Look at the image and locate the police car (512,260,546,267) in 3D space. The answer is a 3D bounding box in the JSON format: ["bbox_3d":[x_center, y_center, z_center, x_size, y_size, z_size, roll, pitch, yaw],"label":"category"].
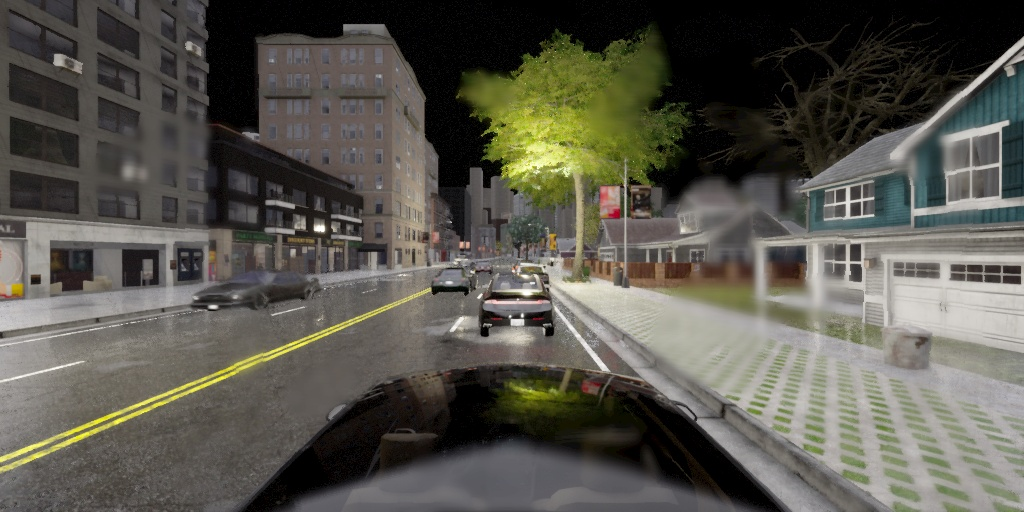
[{"bbox_3d":[1.027,1.165,20.528,1.930,1.638,5.238,0,0,0],"label":"police car"}]

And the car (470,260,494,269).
[{"bbox_3d":[-3.046,1.268,39.882,2.033,1.411,5.357,0,0,0],"label":"car"}]

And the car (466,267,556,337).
[{"bbox_3d":[0.122,1.239,10.278,2.128,1.511,4.902,0,0,0],"label":"car"}]

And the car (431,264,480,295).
[{"bbox_3d":[-3.099,1.304,19.751,1.994,1.385,4.181,0,0,0],"label":"car"}]

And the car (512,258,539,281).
[{"bbox_3d":[1.055,1.081,30.388,2.097,1.767,4.553,0,0,0],"label":"car"}]

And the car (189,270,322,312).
[{"bbox_3d":[-9.816,1.292,14.439,2.033,1.411,5.357,0,0,0],"label":"car"}]

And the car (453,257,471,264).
[{"bbox_3d":[-6.460,1.203,50.348,2.128,1.511,4.902,0,0,0],"label":"car"}]
